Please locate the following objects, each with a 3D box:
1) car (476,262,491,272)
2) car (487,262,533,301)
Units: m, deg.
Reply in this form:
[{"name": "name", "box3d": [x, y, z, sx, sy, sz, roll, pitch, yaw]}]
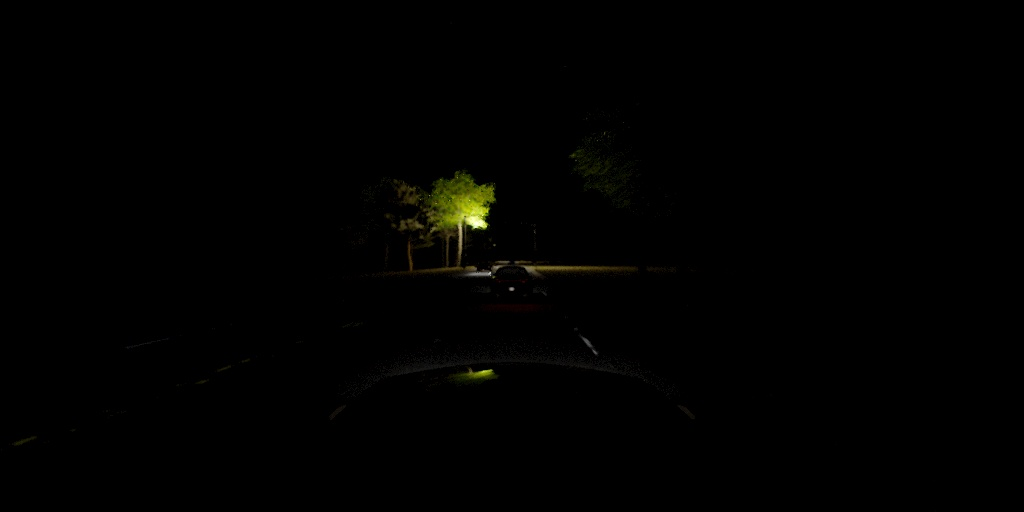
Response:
[{"name": "car", "box3d": [-3.539, 1.382, 46.472, 1.895, 1.301, 4.718, 0, 0, 0]}, {"name": "car", "box3d": [-0.016, 1.228, 17.445, 1.882, 1.535, 5.008, 0, 0, 0]}]
